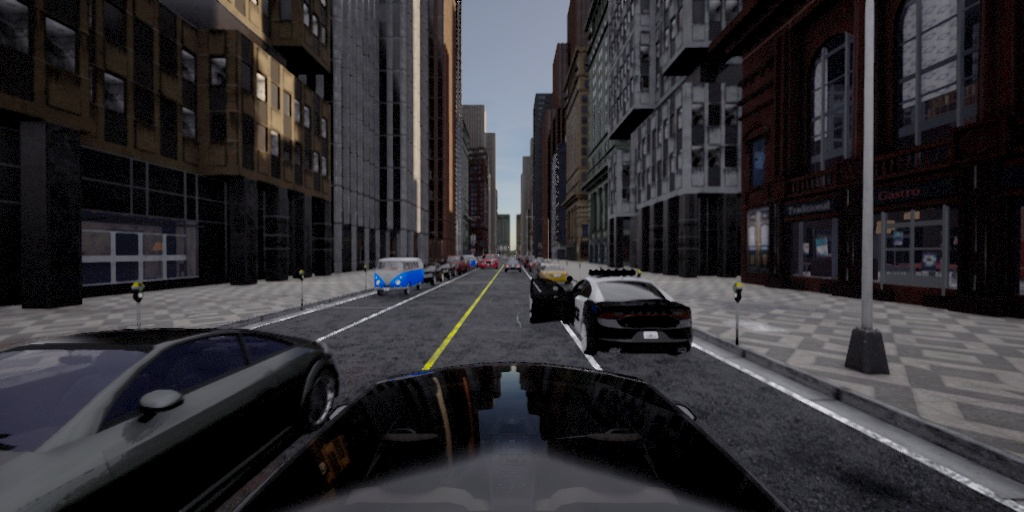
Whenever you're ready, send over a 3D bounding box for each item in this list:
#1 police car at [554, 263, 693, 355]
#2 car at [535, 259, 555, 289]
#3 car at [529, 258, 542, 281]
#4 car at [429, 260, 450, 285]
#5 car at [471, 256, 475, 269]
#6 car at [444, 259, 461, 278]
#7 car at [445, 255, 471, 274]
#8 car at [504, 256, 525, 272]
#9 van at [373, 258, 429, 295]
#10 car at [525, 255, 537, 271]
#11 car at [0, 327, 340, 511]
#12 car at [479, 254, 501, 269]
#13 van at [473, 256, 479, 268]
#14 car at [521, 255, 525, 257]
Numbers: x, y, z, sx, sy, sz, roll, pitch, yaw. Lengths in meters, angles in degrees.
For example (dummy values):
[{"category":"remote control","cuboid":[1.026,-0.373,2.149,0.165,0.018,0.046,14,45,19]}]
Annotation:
[{"category":"police car","cuboid":[2.370,1.131,8.698,1.930,1.638,5.238,0,0,0]},{"category":"car","cuboid":[2.780,1.135,24.357,1.751,1.417,4.829,0,0,0]},{"category":"car","cuboid":[2.784,1.125,29.823,2.007,1.370,4.403,0,0,0]},{"category":"car","cuboid":[-5.746,1.175,24.183,1.948,1.339,4.313,0,0,0]},{"category":"car","cuboid":[-5.731,1.050,41.093,1.888,1.381,4.507,0,0,0]},{"category":"car","cuboid":[-5.741,1.140,29.820,1.948,1.339,4.313,0,0,0]},{"category":"car","cuboid":[-5.736,0.854,35.456,2.192,1.841,5.009,0,0,0]},{"category":"car","cuboid":[0.118,1.059,39.927,2.033,1.411,5.357,0,0,1]},{"category":"van","cuboid":[-5.751,0.986,18.547,1.690,1.789,3.998,0,0,0]},{"category":"car","cuboid":[2.794,0.944,41.095,1.967,1.591,4.097,0,0,0]},{"category":"car","cuboid":[-3.102,1.308,2.689,1.994,1.385,4.181,0,0,0]},{"category":"car","cuboid":[-2.963,0.763,47.849,2.150,2.045,5.566,0,0,0]},{"category":"van","cuboid":[-5.726,0.810,46.730,1.690,1.789,3.998,0,0,0]},{"category":"car","cuboid":[2.804,0.749,52.368,2.192,1.841,5.009,0,0,0]}]
